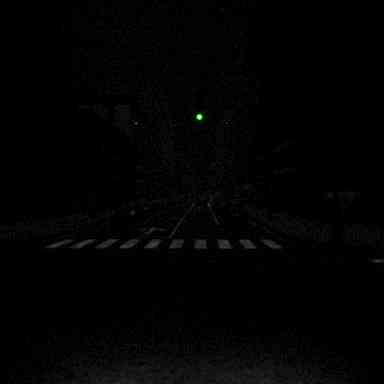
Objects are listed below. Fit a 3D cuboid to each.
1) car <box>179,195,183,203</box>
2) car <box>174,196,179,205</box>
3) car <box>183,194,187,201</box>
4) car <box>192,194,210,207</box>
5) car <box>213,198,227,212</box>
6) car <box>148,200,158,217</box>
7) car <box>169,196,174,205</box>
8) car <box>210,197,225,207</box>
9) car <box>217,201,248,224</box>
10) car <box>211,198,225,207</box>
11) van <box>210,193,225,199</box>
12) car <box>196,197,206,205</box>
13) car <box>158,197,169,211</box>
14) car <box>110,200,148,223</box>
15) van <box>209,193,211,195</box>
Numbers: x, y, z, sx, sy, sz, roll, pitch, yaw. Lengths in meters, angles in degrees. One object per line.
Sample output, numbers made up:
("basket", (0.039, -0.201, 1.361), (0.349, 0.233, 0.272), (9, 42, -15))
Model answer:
("car", (-3.503, 1.626, 69.325), (2.008, 1.369, 4.403), (0, 0, 2))
("car", (-3.843, 1.497, 58.309), (1.967, 1.590, 4.097), (0, 0, 2))
("car", (-2.992, 1.685, 85.851), (1.802, 1.307, 4.206), (0, 0, 2))
("car", (1.447, 1.536, 51.786), (2.128, 1.511, 4.902), (0, 0, 2))
("car", (3.498, 1.608, 36.030), (1.802, 1.307, 4.206), (0, 0, 2))
("car", (-4.693, 1.469, 30.769), (1.967, 1.590, 4.097), (0, 0, 2))
("car", (-4.183, 1.592, 47.293), (2.008, 1.369, 4.403), (0, 0, 2))
("car", (3.668, 1.597, 41.538), (1.947, 1.339, 4.313), (0, 0, 2))
("car", (3.158, 1.587, 25.012), (1.947, 1.339, 4.313), (0, 0, 2))
("car", (4.008, 1.594, 52.554), (2.008, 1.369, 4.403), (0, 0, 2))
("van", (3.838, 1.378, 47.045), (1.690, 1.788, 3.998), (0, 0, 2))
("car", (1.690, 1.661, 62.774), (1.895, 1.301, 4.718), (0, 0, 2))
("car", (-4.353, 1.618, 41.785), (1.802, 1.307, 4.206), (0, 0, 2))
("car", (-4.863, 1.466, 25.261), (1.967, 1.590, 4.097), (0, 0, 2))
("van", (4.178, 1.393, 58.062), (1.690, 1.788, 3.998), (0, 0, 2))
